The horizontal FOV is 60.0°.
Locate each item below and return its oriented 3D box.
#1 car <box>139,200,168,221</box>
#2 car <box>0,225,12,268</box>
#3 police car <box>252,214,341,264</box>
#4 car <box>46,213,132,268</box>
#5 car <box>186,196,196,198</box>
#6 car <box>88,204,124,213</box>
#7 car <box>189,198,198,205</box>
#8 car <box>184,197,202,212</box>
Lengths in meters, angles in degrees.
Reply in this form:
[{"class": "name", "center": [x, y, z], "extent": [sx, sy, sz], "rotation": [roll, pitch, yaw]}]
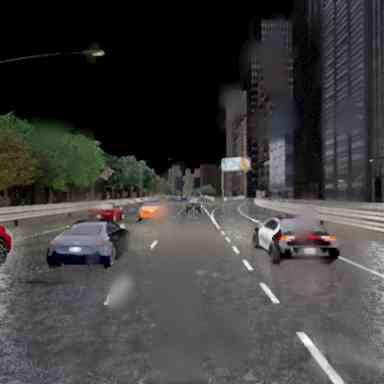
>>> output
[{"class": "car", "center": [-3.297, 1.569, 29.218], "extent": [2.097, 1.767, 4.553], "rotation": [0, 0, 0]}, {"class": "car", "center": [-6.887, 1.284, 8.340], "extent": [2.150, 2.045, 5.566], "rotation": [0, 0, 0]}, {"class": "police car", "center": [3.523, 1.597, 12.318], "extent": [2.038, 1.542, 4.974], "rotation": [0, 0, 0]}, {"class": "car", "center": [-3.375, 1.651, 11.646], "extent": [1.994, 1.385, 4.181], "rotation": [0, 0, 0]}, {"class": "car", "center": [0.367, 1.905, 57.819], "extent": [1.882, 1.535, 5.008], "rotation": [0, 0, 0]}, {"class": "car", "center": [-6.804, 1.666, 26.759], "extent": [1.882, 1.535, 5.008], "rotation": [1, -1, 0]}, {"class": "car", "center": [0.363, 2.072, 77.316], "extent": [2.128, 1.511, 4.902], "rotation": [0, 0, 0]}, {"class": "car", "center": [0.179, 1.831, 43.832], "extent": [1.837, 1.490, 4.892], "rotation": [0, 0, 0]}]
